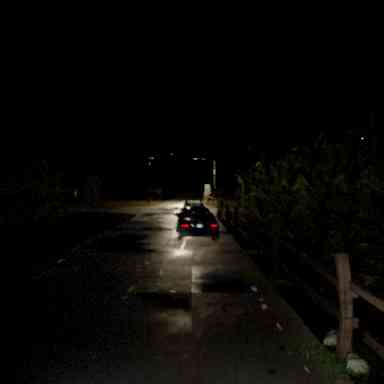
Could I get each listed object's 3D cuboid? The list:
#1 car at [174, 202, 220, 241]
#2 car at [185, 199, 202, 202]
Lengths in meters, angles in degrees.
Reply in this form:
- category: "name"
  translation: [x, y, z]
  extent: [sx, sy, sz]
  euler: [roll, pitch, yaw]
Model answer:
- category: "car"
  translation: [0.153, 1.405, 15.967]
  extent: [2.033, 1.411, 5.357]
  euler: [0, 0, -4]
- category: "car"
  translation: [0.153, 1.329, 30.243]
  extent: [1.895, 1.301, 4.718]
  euler: [0, 1, 0]
